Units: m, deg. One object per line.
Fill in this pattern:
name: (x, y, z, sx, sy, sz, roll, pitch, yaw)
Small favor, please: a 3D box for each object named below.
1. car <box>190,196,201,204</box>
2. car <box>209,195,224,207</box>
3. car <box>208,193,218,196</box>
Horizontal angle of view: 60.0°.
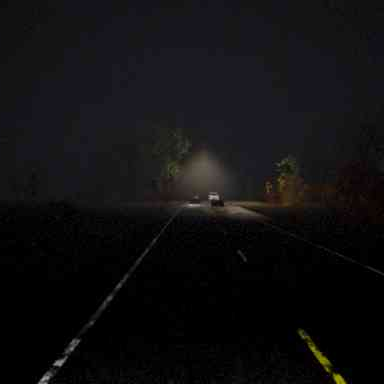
car: (0.610, 1.435, 61.126, 2.128, 1.511, 4.902, 0, 0, 3)
car: (3.929, 1.564, 51.671, 1.895, 1.301, 4.718, 0, 0, 2)
car: (4.577, 1.151, 70.045, 2.150, 2.045, 5.566, 0, 0, 3)
